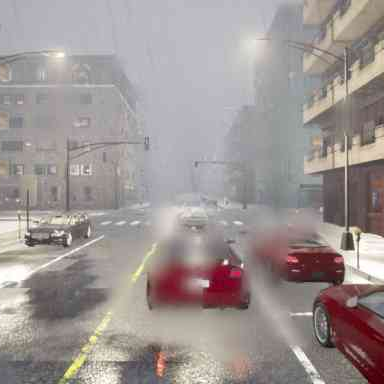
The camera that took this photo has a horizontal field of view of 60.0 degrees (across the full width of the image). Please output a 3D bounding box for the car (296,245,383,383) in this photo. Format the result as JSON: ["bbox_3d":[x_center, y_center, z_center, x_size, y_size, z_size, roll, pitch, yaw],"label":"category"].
[{"bbox_3d":[2.667,1.583,3.408,1.802,1.307,4.206,1,0,0],"label":"car"}]

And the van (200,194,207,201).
[{"bbox_3d":[3.065,1.349,86.800,1.690,1.788,3.998,1,0,0],"label":"van"}]

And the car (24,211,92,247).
[{"bbox_3d":[-5.774,1.554,14.816,2.008,1.369,4.403,1,0,0],"label":"car"}]

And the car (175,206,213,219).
[{"bbox_3d":[0.098,1.604,16.618,1.895,1.301,4.718,0,0,0],"label":"car"}]

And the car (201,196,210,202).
[{"bbox_3d":[2.992,1.590,75.460,1.802,1.307,4.206,1,0,0],"label":"car"}]

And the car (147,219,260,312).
[{"bbox_3d":[0.104,1.566,7.800,1.994,1.385,4.181,0,0,-1],"label":"car"}]

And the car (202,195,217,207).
[{"bbox_3d":[2.951,1.558,51.202,2.008,1.369,4.403,1,0,0],"label":"car"}]

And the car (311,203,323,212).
[{"bbox_3d":[15.538,1.518,36.978,4.507,1.381,1.887,0,-1,1],"label":"car"}]

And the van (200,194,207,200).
[{"bbox_3d":[3.100,1.349,92.470,1.690,1.788,3.998,1,0,0],"label":"van"}]

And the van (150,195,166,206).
[{"bbox_3d":[-5.598,1.349,52.861,1.690,1.788,3.998,1,0,0],"label":"van"}]

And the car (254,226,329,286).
[{"bbox_3d":[2.665,1.584,9.079,1.802,1.307,4.206,1,0,0],"label":"car"}]

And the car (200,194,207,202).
[{"bbox_3d":[2.958,1.558,69.789,2.008,1.369,4.403,1,0,0],"label":"car"}]

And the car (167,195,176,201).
[{"bbox_3d":[-5.318,1.554,86.877,1.887,1.381,4.507,1,0,0],"label":"car"}]

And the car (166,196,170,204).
[{"bbox_3d":[-5.492,1.574,58.524,1.947,1.339,4.313,1,0,0],"label":"car"}]

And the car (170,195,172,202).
[{"bbox_3d":[-5.455,1.448,64.194,1.967,1.590,4.097,1,0,0],"label":"car"}]

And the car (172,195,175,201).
[{"bbox_3d":[-5.388,1.575,75.536,1.947,1.339,4.313,1,0,0],"label":"car"}]
